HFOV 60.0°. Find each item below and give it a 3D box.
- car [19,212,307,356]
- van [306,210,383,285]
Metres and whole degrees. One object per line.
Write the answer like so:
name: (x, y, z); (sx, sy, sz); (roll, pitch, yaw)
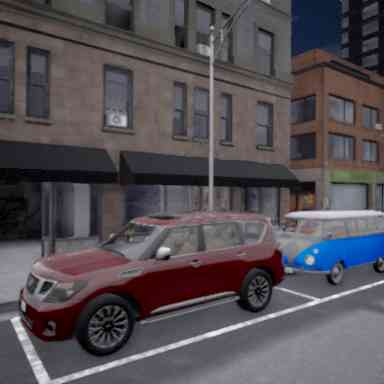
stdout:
car: (-0.379, 1.345, 6.265); (5.009, 1.841, 2.192); (1, -1, -35)
van: (4.099, 1.423, 9.459); (3.998, 1.788, 1.690); (1, -1, -36)
